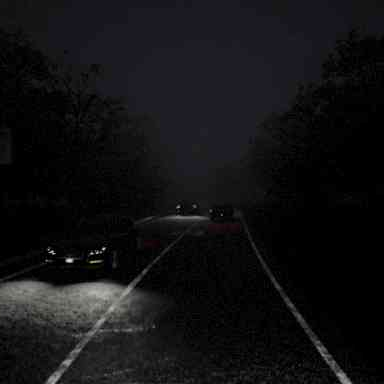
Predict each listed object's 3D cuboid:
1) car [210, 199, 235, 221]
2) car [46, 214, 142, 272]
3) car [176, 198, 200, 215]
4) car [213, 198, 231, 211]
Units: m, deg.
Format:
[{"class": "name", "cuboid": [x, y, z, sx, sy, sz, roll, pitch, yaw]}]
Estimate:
[{"class": "car", "cuboid": [2.585, 1.564, 28.237, 2.128, 1.511, 4.902, 0, 0, 6]}, {"class": "car", "cuboid": [-2.982, 1.544, 11.089, 1.837, 1.490, 4.892, 0, 0, 5]}, {"class": "car", "cuboid": [-0.345, 1.462, 34.697, 2.097, 1.767, 4.553, 0, 0, 6]}, {"class": "car", "cuboid": [3.837, 1.621, 43.533, 2.128, 1.511, 4.902, 0, 0, 3]}]
